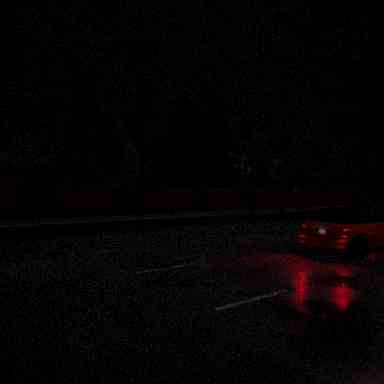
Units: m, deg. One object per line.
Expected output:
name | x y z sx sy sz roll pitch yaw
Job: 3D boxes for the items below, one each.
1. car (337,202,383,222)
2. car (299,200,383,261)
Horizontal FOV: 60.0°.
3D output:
car | 13.716 1.561 26.679 4.181 1.385 1.994 0 0 -36
car | 6.121 1.353 12.510 4.553 1.767 2.097 0 0 -36
